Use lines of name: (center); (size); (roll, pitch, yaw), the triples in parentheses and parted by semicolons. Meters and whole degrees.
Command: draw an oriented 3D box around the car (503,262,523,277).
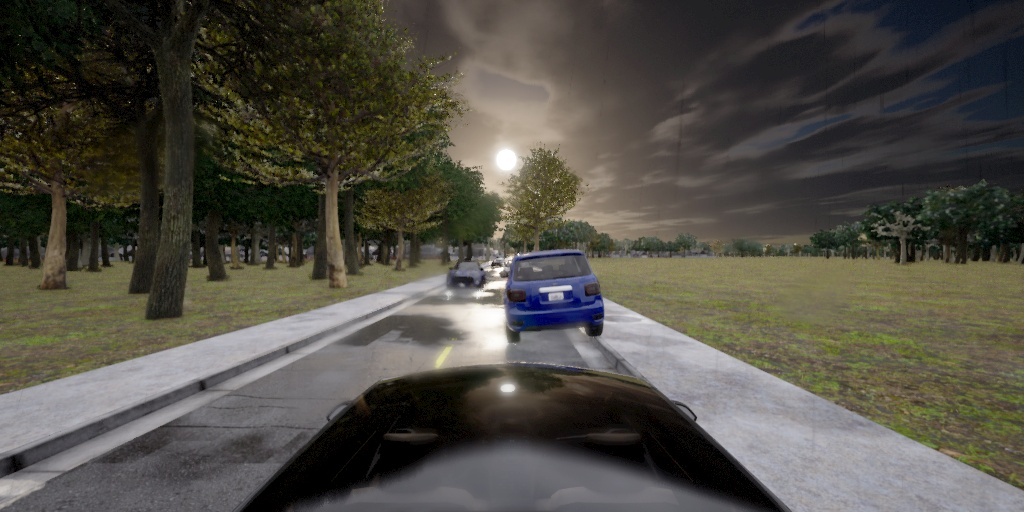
car: (0.113, 1.346, 36.454); (1.895, 1.301, 4.718); (0, 0, 0)

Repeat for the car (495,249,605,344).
car: (0.882, 0.896, 9.771); (2.150, 2.045, 5.566); (-5, 0, 0)

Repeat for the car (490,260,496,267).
car: (-2.741, 1.342, 63.138); (1.895, 1.301, 4.718); (0, 0, 1)

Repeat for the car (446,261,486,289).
car: (-2.825, 1.099, 22.753); (2.097, 1.767, 4.553); (0, 0, 0)
